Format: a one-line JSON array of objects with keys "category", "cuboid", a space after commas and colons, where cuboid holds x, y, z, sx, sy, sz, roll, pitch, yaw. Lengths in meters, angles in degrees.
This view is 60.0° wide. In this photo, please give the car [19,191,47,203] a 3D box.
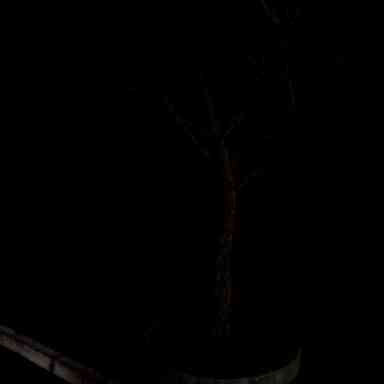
[{"category": "car", "cuboid": [-20.020, 0.923, 40.784, 2.150, 2.045, 5.566, 1, 0, 32]}]
